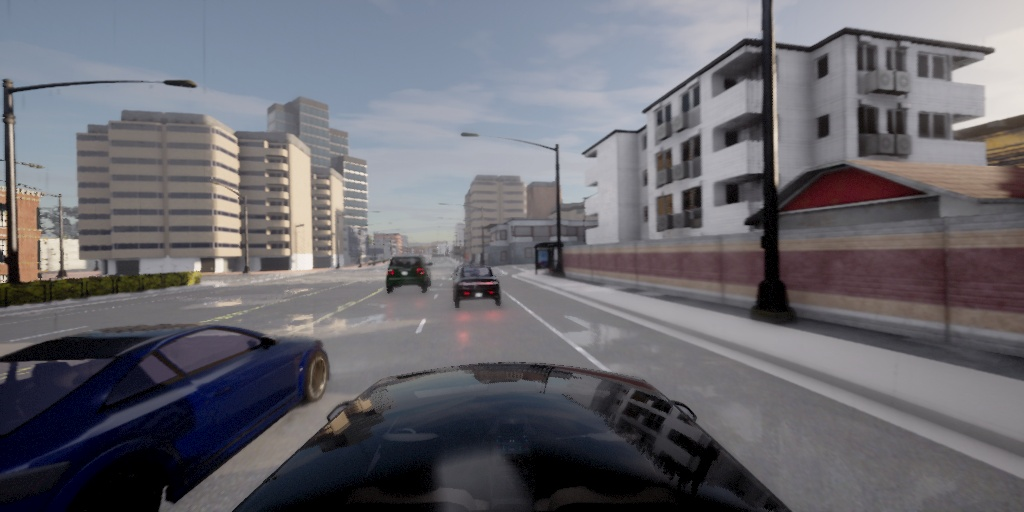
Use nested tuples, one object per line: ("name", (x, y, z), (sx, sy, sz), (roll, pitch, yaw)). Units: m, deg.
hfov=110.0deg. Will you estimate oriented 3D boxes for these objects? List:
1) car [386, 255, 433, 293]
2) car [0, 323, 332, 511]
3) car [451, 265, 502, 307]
("car", (-6.015, 0.989, 21.364), (2.150, 2.045, 5.566), (-1, 0, -9))
("car", (-3.612, 1.379, 3.689), (1.994, 1.385, 4.181), (-1, 0, -4))
("car", (-1.555, 1.198, 15.356), (2.128, 1.511, 4.902), (-1, 0, -8))
